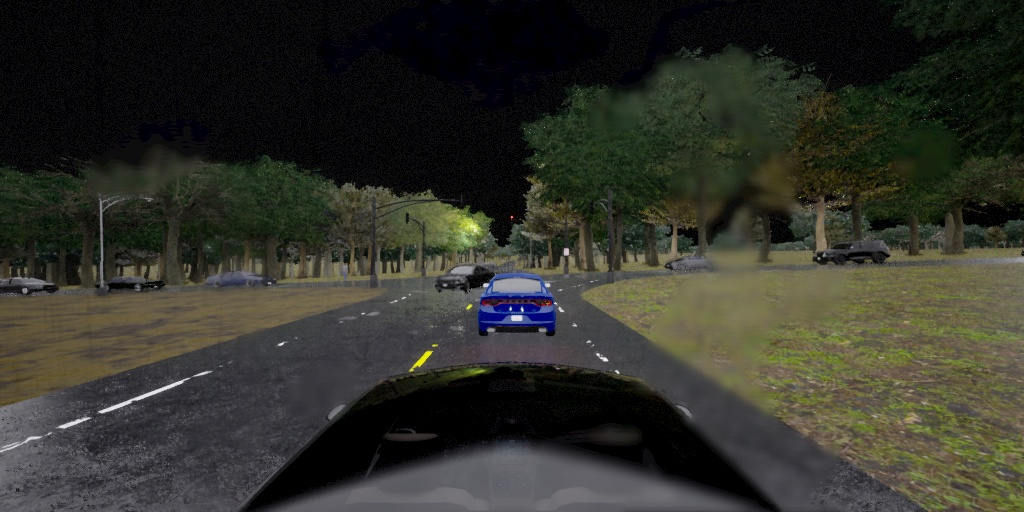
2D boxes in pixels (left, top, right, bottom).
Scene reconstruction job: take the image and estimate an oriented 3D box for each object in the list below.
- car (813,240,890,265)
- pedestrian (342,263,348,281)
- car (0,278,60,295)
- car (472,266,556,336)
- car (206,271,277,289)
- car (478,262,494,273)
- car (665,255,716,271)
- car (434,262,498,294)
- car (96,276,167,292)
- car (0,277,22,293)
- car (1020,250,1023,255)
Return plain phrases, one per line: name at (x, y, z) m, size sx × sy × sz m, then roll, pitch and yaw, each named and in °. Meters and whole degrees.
car at (30.564, -0.276, 32.384) m, size 5.566 × 2.045 × 2.150 m, roll -4°, pitch -1°, yaw 2°
pedestrian at (-17.861, 1.681, 38.404) m, size 0.375 × 1.860 × 0.375 m, roll 0°, pitch 1°, yaw 3°
car at (-43.512, 2.674, 31.996) m, size 4.892 × 1.490 × 1.837 m, roll -2°, pitch -1°, yaw 3°
car at (0.140, 1.233, 10.444) m, size 1.882 × 1.535 × 5.008 m, roll 0°, pitch 0°, yaw 1°
car at (-23.426, 2.048, 31.078) m, size 5.357 × 1.411 × 2.033 m, roll -2°, pitch -1°, yaw 6°
car at (-3.867, 1.679, 53.561) m, size 2.128 × 1.511 × 4.902 m, roll 0°, pitch -1°, yaw -1°
car at (16.296, 0.638, 32.863) m, size 4.181 × 1.385 × 1.994 m, roll -2°, pitch -1°, yaw -1°
car at (-2.670, 1.241, 20.865) m, size 1.882 × 1.535 × 5.008 m, roll -1°, pitch 0°, yaw 18°
car at (-33.348, 2.439, 31.511) m, size 4.718 × 1.301 × 1.895 m, roll -2°, pitch -1°, yaw 3°
car at (-53.076, 2.980, 36.131) m, size 5.008 × 1.535 × 1.882 m, roll -2°, pitch -1°, yaw 2°
car at (48.679, -0.618, 31.547) m, size 5.357 × 1.411 × 2.033 m, roll -2°, pitch -1°, yaw 3°
